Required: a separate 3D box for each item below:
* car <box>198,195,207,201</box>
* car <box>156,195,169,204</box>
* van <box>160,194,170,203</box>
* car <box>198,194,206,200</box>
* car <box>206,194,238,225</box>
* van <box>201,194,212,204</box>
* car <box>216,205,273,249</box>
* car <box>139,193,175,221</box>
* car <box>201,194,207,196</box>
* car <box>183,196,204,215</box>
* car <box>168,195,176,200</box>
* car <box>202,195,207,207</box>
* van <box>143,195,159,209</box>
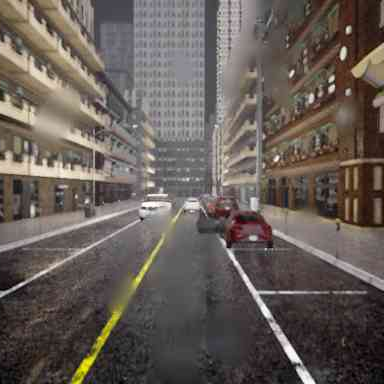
[{"bbox_3d":[2.594,1.400,82.290,1.887,1.381,4.507,-1,0,0],"label":"car"},{"bbox_3d":[-5.298,1.338,60.078,1.967,1.590,4.097,-1,0,0],"label":"car"},{"bbox_3d":[-5.296,1.229,65.626,1.690,1.788,3.998,-1,0,0],"label":"van"},{"bbox_3d":[2.596,1.369,88.009,1.752,1.417,4.829,-1,0,0],"label":"car"},{"bbox_3d":[2.566,1.271,26.799,2.192,1.841,5.009,-1,0,0],"label":"car"},{"bbox_3d":[2.581,1.239,60.093,1.690,1.788,3.998,-1,0,0],"label":"van"},{"bbox_3d":[2.233,1.502,14.395,1.812,1.442,4.674,0,0,0],"label":"car"},{"bbox_3d":[-2.837,1.176,26.835,2.150,2.045,5.566,0,0,0],"label":"car"},{"bbox_3d":[2.577,1.358,48.995,1.967,1.590,4.097,-1,0,0],"label":"car"},{"bbox_3d":[0.060,1.464,37.001,1.812,1.442,4.674,0,0,0],"label":"car"},{"bbox_3d":[-5.284,1.389,87.823,1.887,1.381,4.507,-1,0,0],"label":"car"},{"bbox_3d":[2.576,1.452,43.616,1.752,1.417,4.829,-1,0,0],"label":"car"},{"bbox_3d":[-5.306,1.269,43.430,1.690,1.788,3.998,-1,0,0],"label":"van"}]
